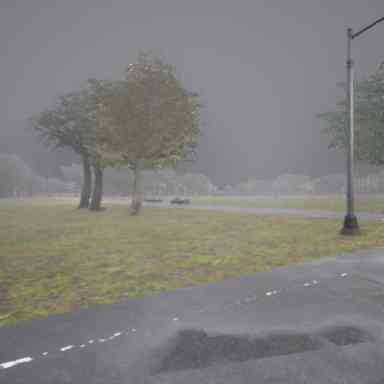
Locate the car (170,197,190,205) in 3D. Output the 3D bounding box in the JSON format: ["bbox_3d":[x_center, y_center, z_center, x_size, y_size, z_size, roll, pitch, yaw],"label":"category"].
[{"bbox_3d":[-2.106,1.566,59.281,1.812,1.442,4.674,1,-1,-34],"label":"car"}]

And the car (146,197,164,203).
[{"bbox_3d":[-7.646,1.655,67.644,1.895,1.301,4.718,1,0,-34],"label":"car"}]
